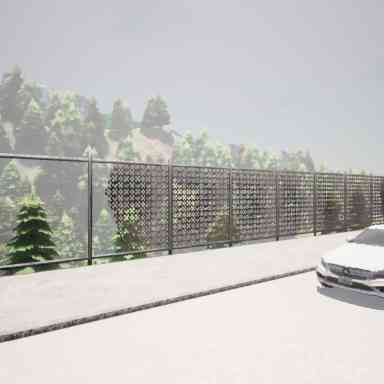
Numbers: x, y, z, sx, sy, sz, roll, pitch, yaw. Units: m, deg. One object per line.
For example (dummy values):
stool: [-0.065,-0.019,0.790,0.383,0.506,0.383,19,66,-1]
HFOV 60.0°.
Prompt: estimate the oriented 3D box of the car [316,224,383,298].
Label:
car: [4.983,1.525,8.069,4.674,1.442,1.812,0,0,-36]
